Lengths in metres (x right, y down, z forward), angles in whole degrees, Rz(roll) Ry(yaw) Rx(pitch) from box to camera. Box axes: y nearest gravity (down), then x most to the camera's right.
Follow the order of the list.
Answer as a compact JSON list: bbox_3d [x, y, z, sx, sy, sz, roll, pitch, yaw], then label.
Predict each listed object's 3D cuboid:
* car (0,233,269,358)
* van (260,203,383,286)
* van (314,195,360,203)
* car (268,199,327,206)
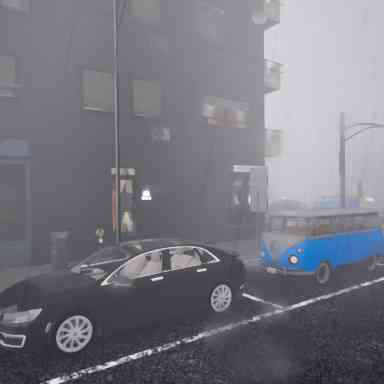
[{"bbox_3d":[-0.960,1.550,5.883,4.403,1.369,2.008,0,-1,-35],"label":"car"},{"bbox_3d":[3.603,1.339,9.133,3.998,1.788,1.690,0,-1,-35],"label":"van"},{"bbox_3d":[12.850,1.201,29.763,1.690,1.788,3.998,-1,1,-35],"label":"van"},{"bbox_3d":[7.928,1.540,26.694,1.895,1.301,4.718,-1,1,-38],"label":"car"}]
